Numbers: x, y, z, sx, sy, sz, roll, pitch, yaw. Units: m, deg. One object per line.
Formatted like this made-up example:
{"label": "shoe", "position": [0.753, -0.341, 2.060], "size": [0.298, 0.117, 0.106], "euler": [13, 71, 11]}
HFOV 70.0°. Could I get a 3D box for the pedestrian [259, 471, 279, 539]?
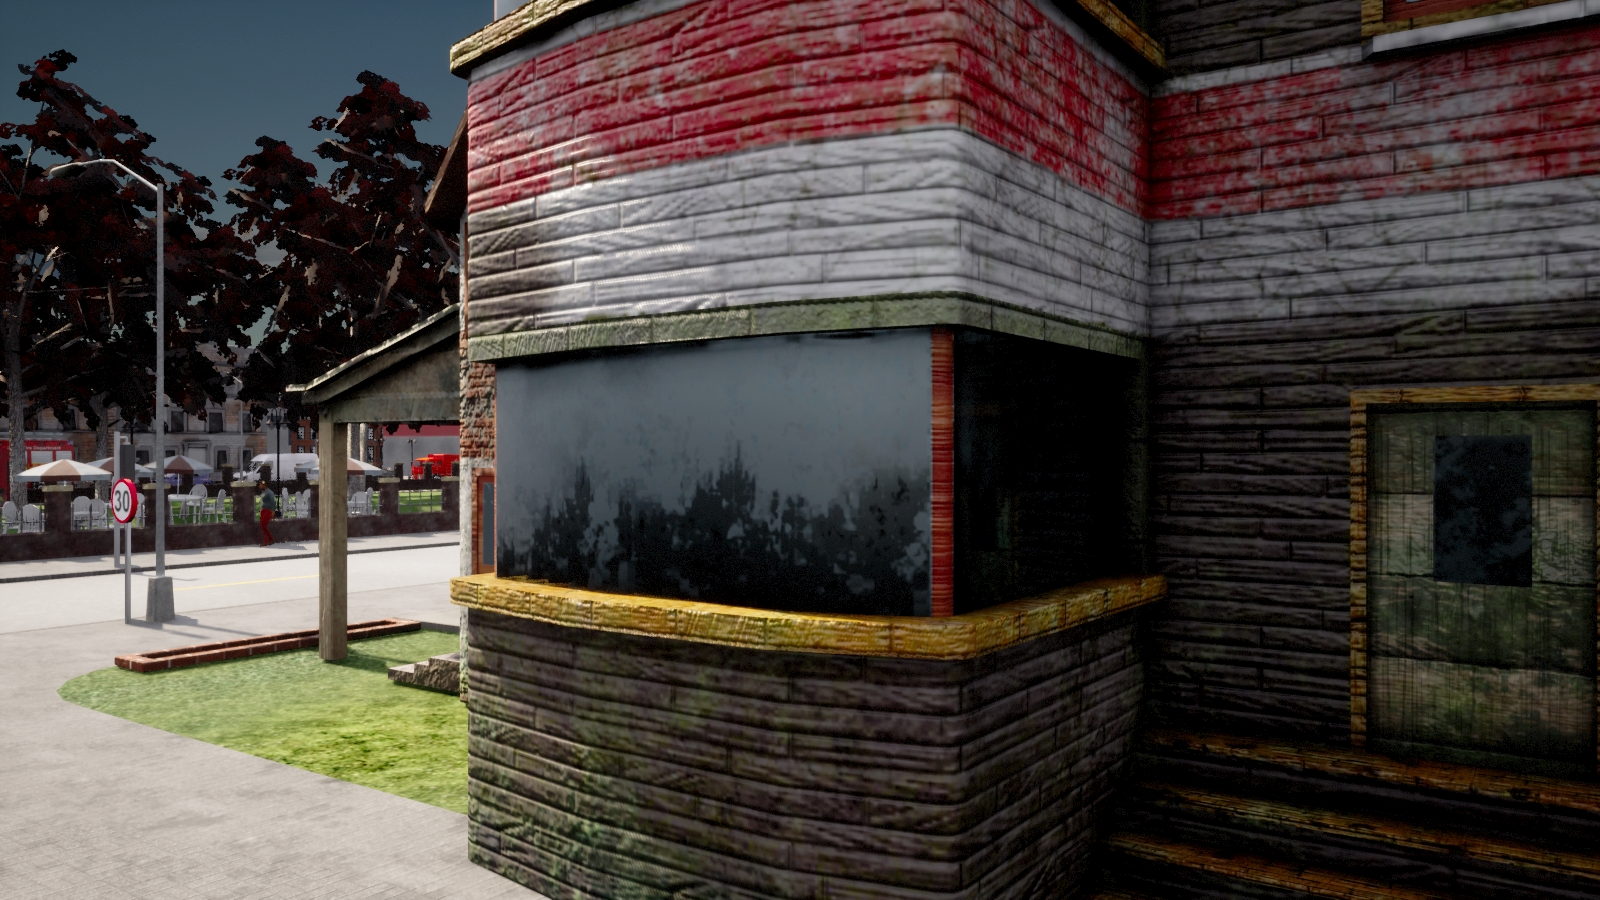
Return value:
{"label": "pedestrian", "position": [-14.678, 1.517, 31.586], "size": [0.375, 1.860, 0.375], "euler": [0, 0, 36]}
